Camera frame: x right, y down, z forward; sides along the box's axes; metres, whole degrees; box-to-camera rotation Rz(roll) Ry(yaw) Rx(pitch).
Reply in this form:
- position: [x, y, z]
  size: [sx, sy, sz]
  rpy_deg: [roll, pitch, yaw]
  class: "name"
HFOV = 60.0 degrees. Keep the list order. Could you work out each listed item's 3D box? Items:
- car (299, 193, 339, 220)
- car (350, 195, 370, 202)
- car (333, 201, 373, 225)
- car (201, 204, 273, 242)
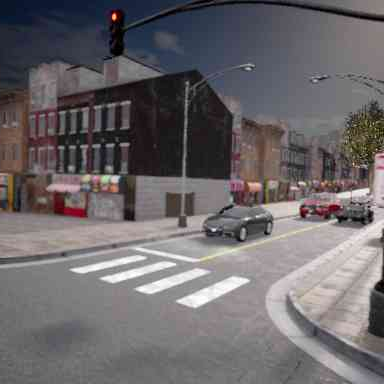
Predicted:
- position: [10.854, 1.117, 27.961]
  size: [2.150, 2.045, 5.566]
  rpy_deg: [3, 2, 35]
  class: "car"
- position: [21.944, 1.229, 43.399]
  size: [1.882, 1.535, 5.008]
  rpy_deg: [3, 3, 36]
  class: "car"
- position: [12.287, 1.643, 24.922]
  size: [1.895, 1.301, 4.718]
  rpy_deg: [3, 2, 36]
  class: "car"
- position: [2.327, 1.365, 16.001]
  size: [1.837, 1.490, 4.892]
  rpy_deg: [3, 2, 35]
  class: "car"
